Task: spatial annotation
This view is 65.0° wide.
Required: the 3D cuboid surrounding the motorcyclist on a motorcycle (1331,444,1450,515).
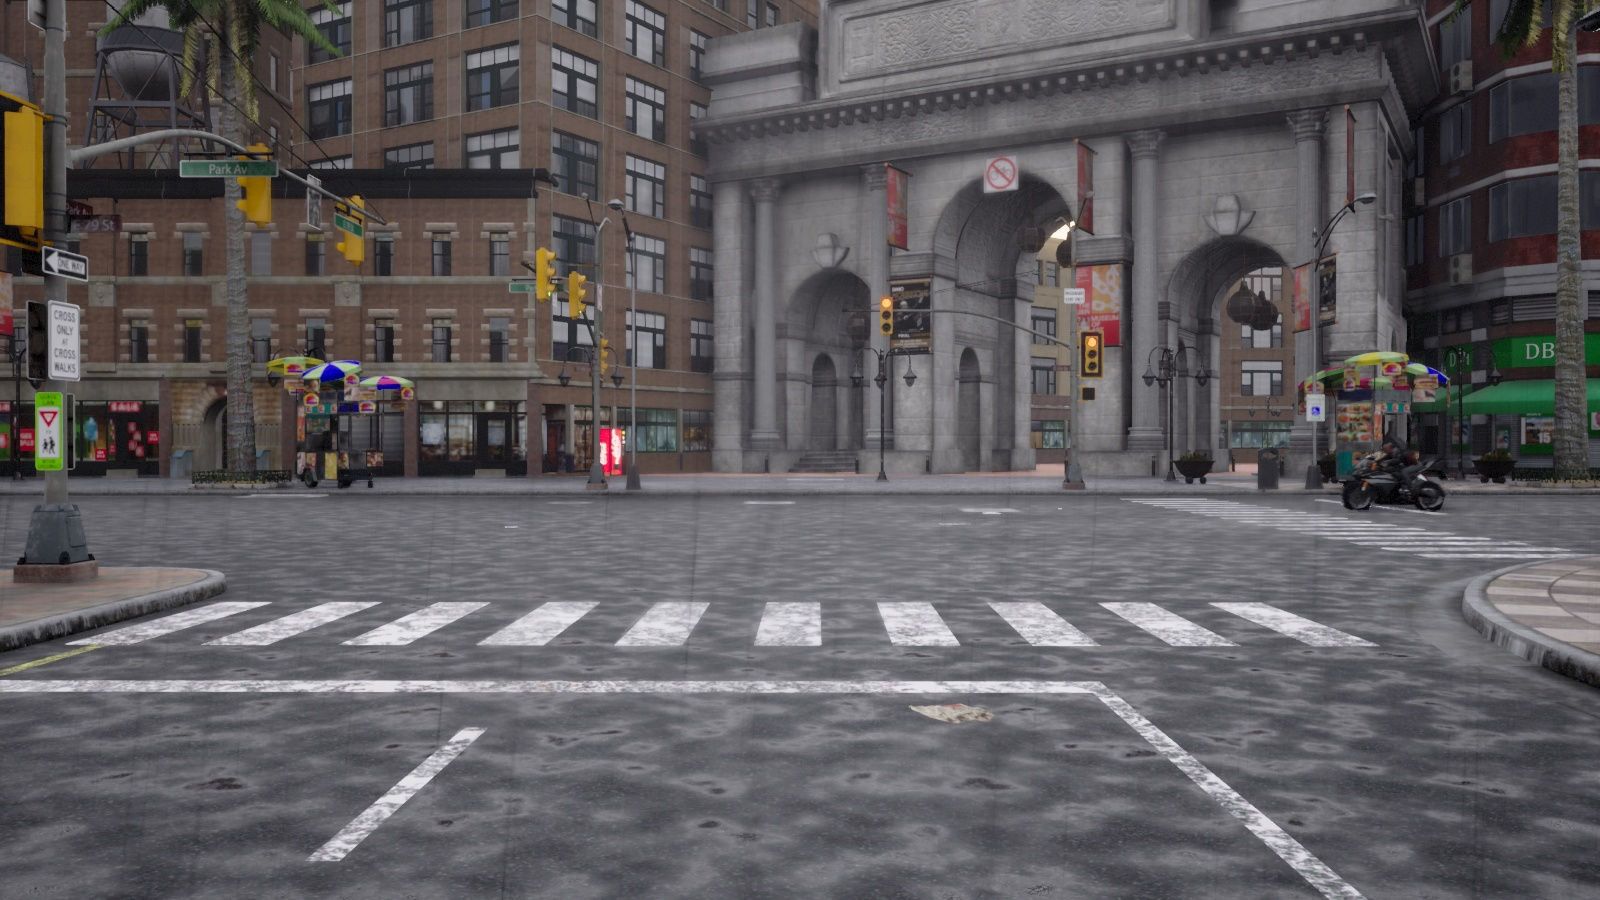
[{"bbox_3d":[12.973,0.636,27.631,2.191,1.530,0.866,0,0,1],"label":"motorcyclist on a motorcycle"}]
